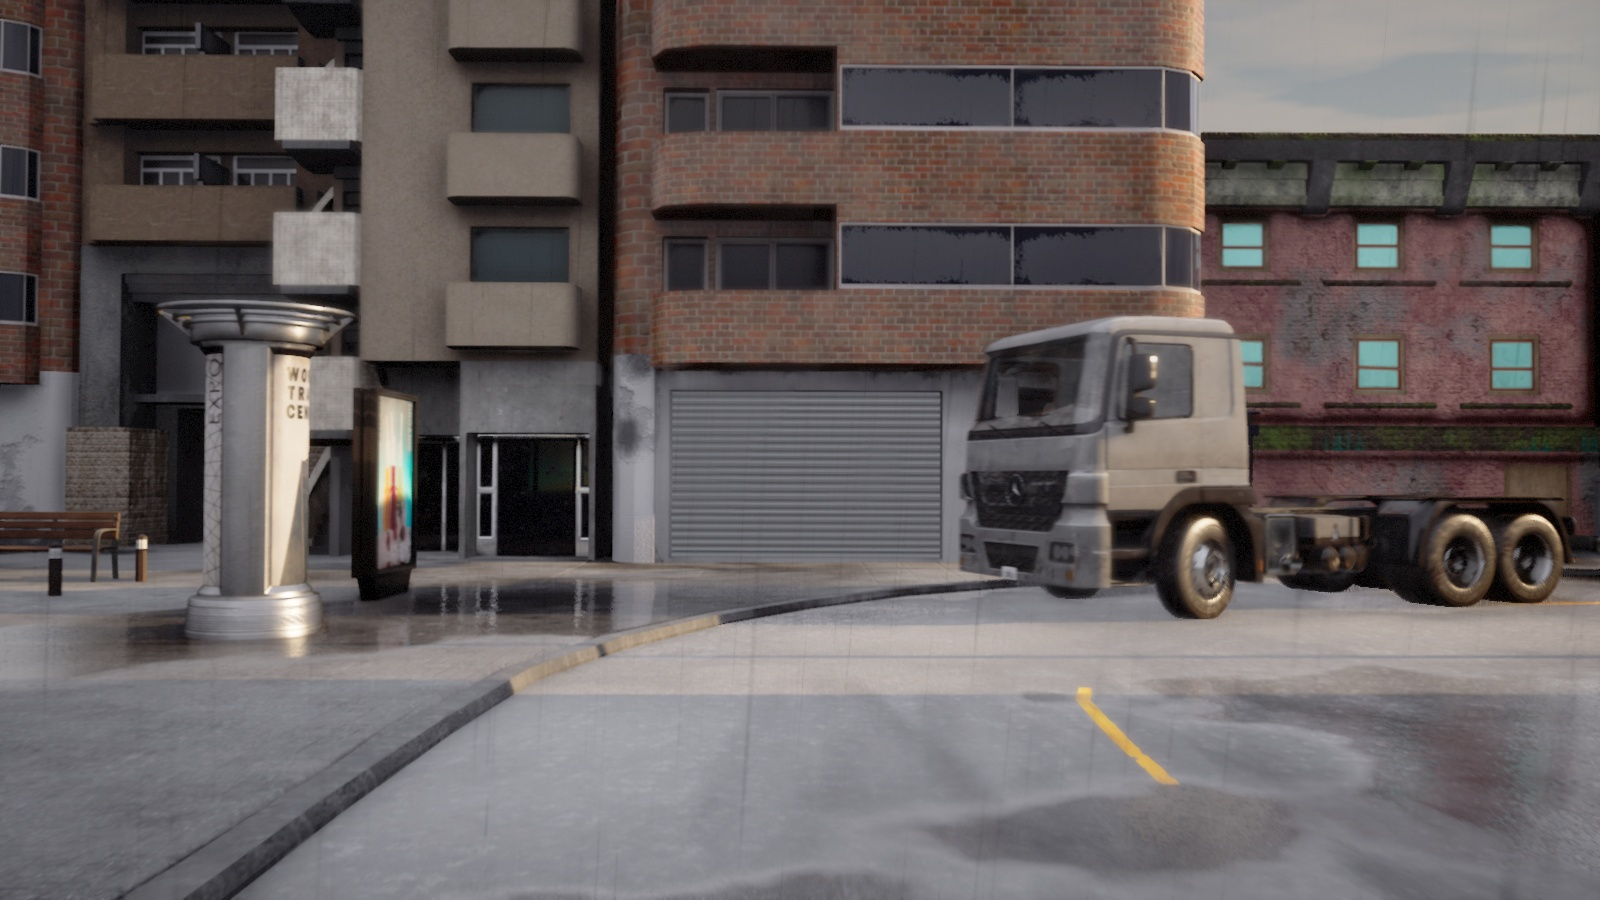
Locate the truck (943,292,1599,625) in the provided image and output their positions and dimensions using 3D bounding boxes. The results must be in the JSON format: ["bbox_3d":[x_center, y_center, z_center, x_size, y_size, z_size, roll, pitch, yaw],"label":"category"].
[{"bbox_3d":[6.029,0.130,15.868,7.936,3.462,2.891,0,-1,-22],"label":"truck"}]
